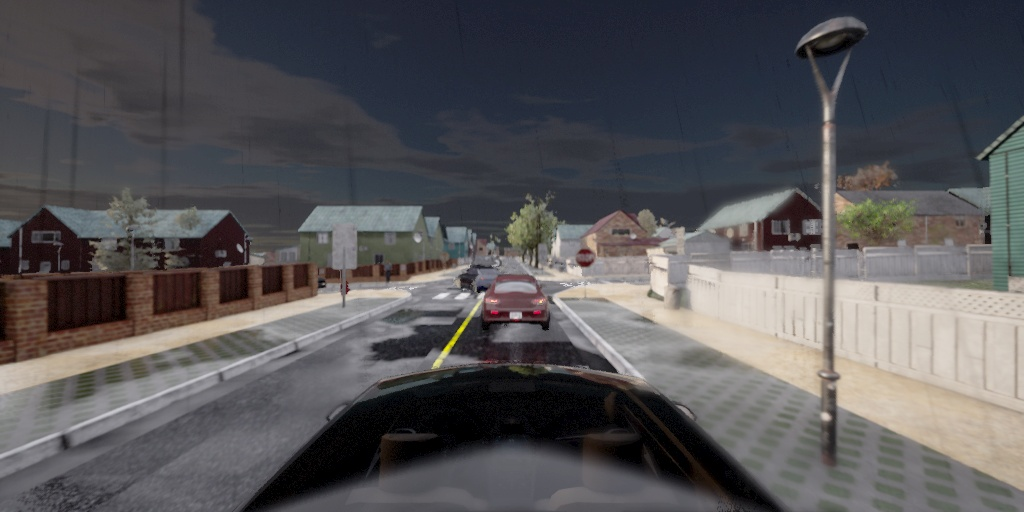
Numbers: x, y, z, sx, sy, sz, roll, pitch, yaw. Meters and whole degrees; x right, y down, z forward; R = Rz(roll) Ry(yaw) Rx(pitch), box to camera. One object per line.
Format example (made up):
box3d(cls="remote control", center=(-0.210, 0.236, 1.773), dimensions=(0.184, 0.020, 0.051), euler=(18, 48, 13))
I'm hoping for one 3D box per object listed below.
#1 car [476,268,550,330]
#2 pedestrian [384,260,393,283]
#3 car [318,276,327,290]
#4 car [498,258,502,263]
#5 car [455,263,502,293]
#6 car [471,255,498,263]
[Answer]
box3d(cls="car", center=(0.102, 1.265, 10.968), dimensions=(1.812, 1.442, 4.674), euler=(0, 0, 0))
box3d(cls="pedestrian", center=(-9.687, 1.175, 27.998), dimensions=(0.375, 1.860, 0.375), euler=(0, 0, 0))
box3d(cls="car", center=(-14.083, 1.547, 22.127), dimensions=(4.892, 1.490, 1.837), euler=(-2, -1, -1))
box3d(cls="car", center=(-2.830, 0.906, 48.265), dimensions=(2.150, 2.045, 5.566), euler=(0, 0, 0))
box3d(cls="car", center=(-1.790, 1.292, 20.682), dimensions=(1.994, 1.385, 4.181), euler=(0, 0, -27))
box3d(cls="car", center=(-2.839, 0.926, 35.904), dimensions=(2.150, 2.045, 5.566), euler=(0, 0, 0))
